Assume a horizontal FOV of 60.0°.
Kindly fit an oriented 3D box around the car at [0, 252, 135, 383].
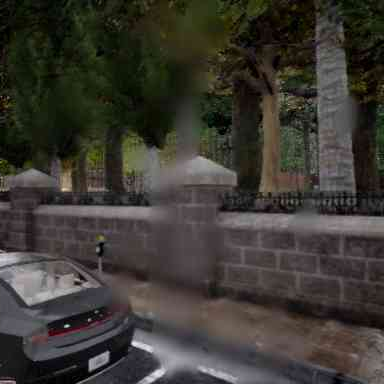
[{"bbox_3d":[-2.758,1.550,4.790,4.403,1.369,2.008,0,-1,36],"label":"car"}]
